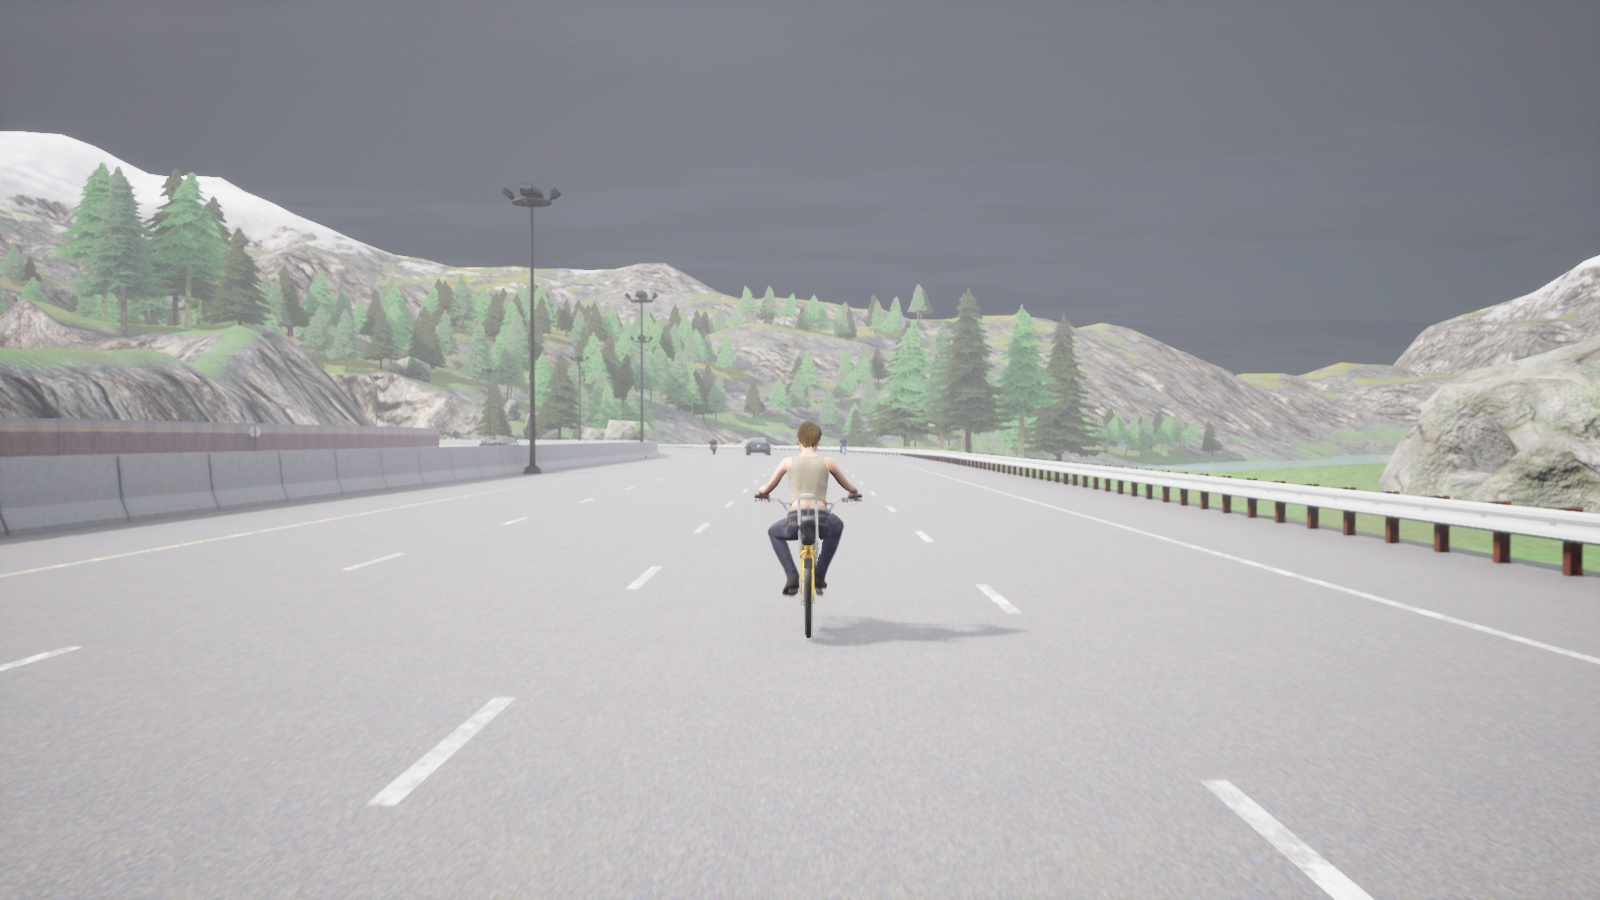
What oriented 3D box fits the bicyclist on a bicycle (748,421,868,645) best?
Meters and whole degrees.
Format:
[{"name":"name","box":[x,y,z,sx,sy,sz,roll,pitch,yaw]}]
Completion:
[{"name":"bicyclist on a bicycle","box":[0.065,0.590,9.795,0.866,1.612,1.509,0,1,1]}]
